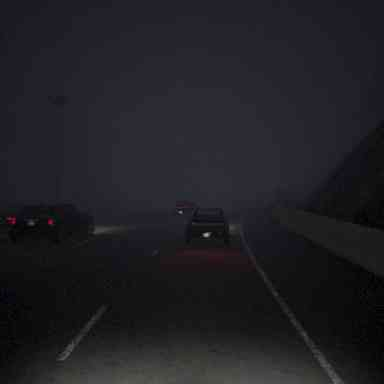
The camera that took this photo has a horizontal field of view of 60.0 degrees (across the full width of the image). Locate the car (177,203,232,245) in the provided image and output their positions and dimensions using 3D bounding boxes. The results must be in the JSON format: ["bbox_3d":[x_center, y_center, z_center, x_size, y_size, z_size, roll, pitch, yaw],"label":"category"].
[{"bbox_3d":[0.827,1.500,15.576,2.128,1.511,4.902,1,0,6],"label":"car"}]

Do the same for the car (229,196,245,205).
[{"bbox_3d":[8.453,1.452,62.227,2.097,1.767,4.553,1,0,22],"label":"car"}]

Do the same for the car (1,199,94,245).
[{"bbox_3d":[-6.216,1.274,15.360,2.097,1.767,4.553,1,0,5],"label":"car"}]

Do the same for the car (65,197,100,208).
[{"bbox_3d":[-15.178,1.400,46.585,2.033,1.411,5.357,1,0,14],"label":"car"}]

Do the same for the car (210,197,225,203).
[{"bbox_3d":[4.783,1.581,62.510,1.812,1.442,4.674,0,0,22],"label":"car"}]

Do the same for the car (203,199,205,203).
[{"bbox_3d":[0.719,1.553,62.355,2.033,1.411,5.357,1,0,22],"label":"car"}]

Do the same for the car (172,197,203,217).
[{"bbox_3d":[-0.493,1.497,30.997,1.837,1.490,4.892,0,0,11],"label":"car"}]

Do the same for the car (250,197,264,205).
[{"bbox_3d":[12.109,1.710,61.928,1.994,1.385,4.181,1,0,22],"label":"car"}]
